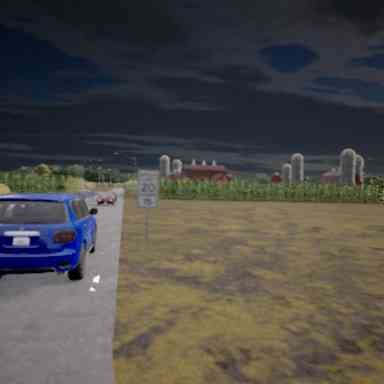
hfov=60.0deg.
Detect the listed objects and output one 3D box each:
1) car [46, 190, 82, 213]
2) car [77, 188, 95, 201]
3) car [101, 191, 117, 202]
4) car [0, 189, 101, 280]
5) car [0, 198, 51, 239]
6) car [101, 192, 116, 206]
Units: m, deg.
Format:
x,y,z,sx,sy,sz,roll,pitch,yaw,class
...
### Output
x,y,z,sx,sy,sz,roll,pitch,yaw,class
-10.734,0.740,28.228,2.097,1.767,4.553,2,1,-12,car
-13.694,0.298,43.196,1.812,1.442,4.674,2,1,-12,car
-12.015,0.647,48.658,2.033,1.411,5.357,2,1,-12,car
-3.958,1.033,9.298,2.150,2.045,5.566,2,1,-12,car
-8.206,1.118,15.812,1.837,1.490,4.892,2,0,-12,car
-9.953,0.884,38.804,1.895,1.301,4.718,2,1,-11,car
